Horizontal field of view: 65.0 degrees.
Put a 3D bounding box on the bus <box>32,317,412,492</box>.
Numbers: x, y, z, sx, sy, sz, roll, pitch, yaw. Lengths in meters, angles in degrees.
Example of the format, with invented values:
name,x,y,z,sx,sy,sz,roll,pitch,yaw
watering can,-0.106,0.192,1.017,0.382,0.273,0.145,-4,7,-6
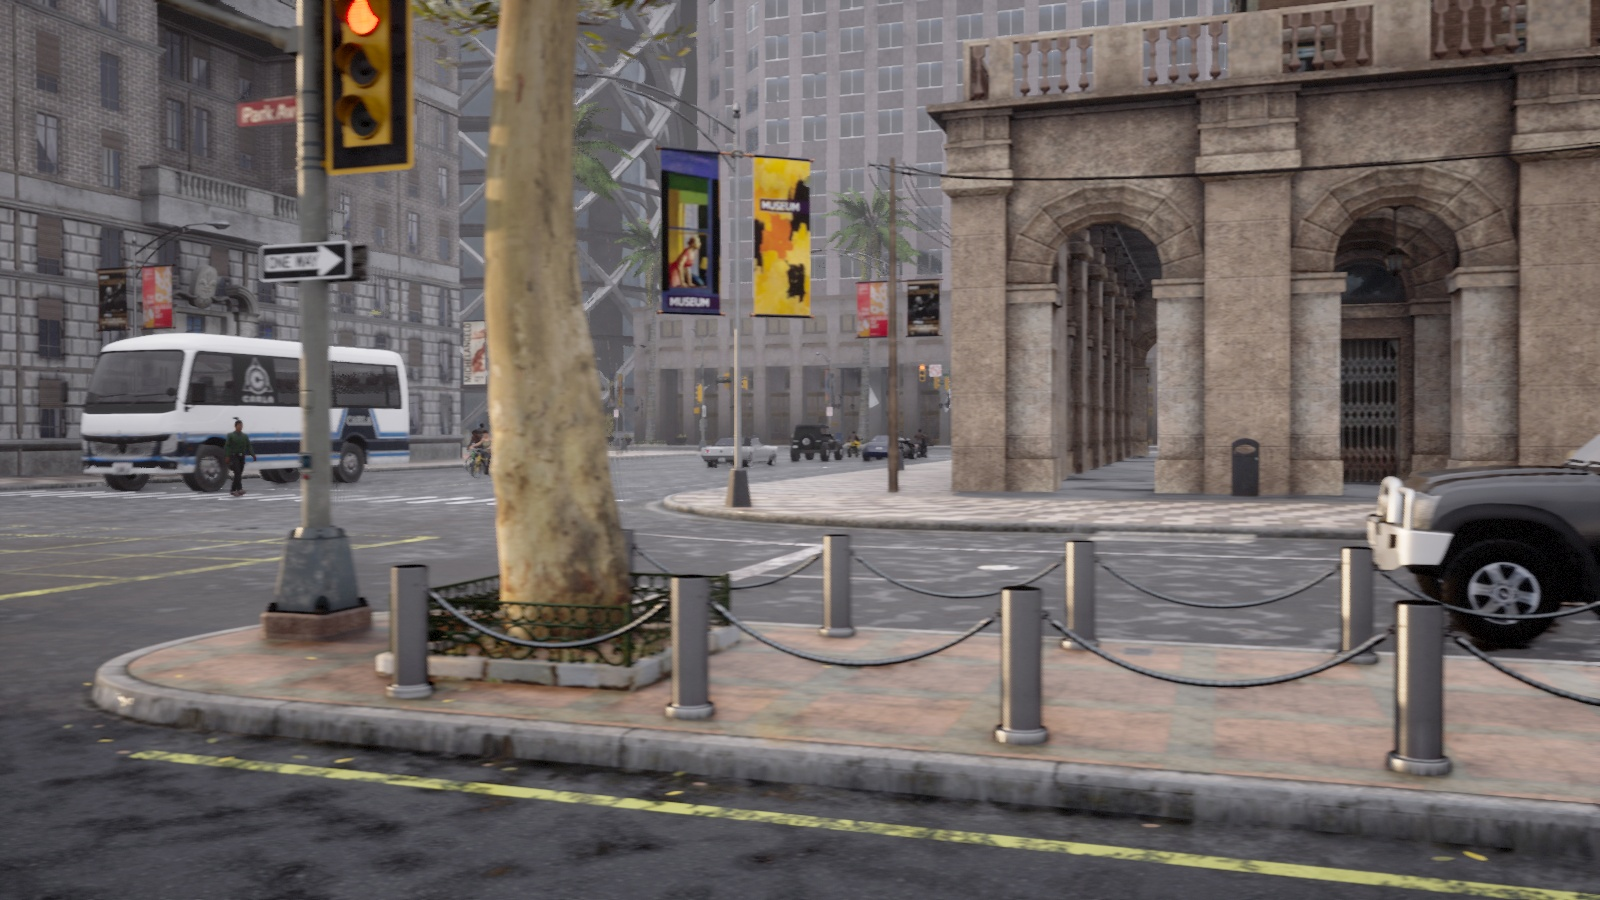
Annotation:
name,x,y,z,sx,sy,sz,roll,pitch,yaw
bus,-15.918,-1.187,36.006,3.944,4.253,10.273,1,1,18

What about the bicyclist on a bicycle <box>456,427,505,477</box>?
name,x,y,z,sx,sy,sz,roll,pitch,yaw
bicyclist on a bicycle,-10.490,0.062,41.300,0.866,1.612,1.509,1,1,18

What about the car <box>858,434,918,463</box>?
name,x,y,z,sx,sy,sz,roll,pitch,yaw
car,4.491,-0.113,63.742,1.994,1.385,4.181,1,1,19

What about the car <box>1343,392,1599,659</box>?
name,x,y,z,sx,sy,sz,roll,pitch,yaw
car,6.619,0.519,9.340,4.605,1.855,1.932,1,1,20

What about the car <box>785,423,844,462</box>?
name,x,y,z,sx,sy,sz,roll,pitch,yaw
car,0.766,-0.394,63.655,1.905,1.878,3.866,1,1,19

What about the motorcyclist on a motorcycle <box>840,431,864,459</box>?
name,x,y,z,sx,sy,sz,roll,pitch,yaw
motorcyclist on a motorcycle,2.910,-0.301,69.978,0.797,1.523,2.044,1,1,19

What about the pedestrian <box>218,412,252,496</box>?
name,x,y,z,sx,sy,sz,roll,pitch,yaw
pedestrian,-13.442,0.087,29.875,0.788,1.949,0.423,1,1,38

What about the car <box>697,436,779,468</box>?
name,x,y,z,sx,sy,sz,roll,pitch,yaw
car,-2.585,0.055,53.862,1.895,1.301,4.718,1,1,19
